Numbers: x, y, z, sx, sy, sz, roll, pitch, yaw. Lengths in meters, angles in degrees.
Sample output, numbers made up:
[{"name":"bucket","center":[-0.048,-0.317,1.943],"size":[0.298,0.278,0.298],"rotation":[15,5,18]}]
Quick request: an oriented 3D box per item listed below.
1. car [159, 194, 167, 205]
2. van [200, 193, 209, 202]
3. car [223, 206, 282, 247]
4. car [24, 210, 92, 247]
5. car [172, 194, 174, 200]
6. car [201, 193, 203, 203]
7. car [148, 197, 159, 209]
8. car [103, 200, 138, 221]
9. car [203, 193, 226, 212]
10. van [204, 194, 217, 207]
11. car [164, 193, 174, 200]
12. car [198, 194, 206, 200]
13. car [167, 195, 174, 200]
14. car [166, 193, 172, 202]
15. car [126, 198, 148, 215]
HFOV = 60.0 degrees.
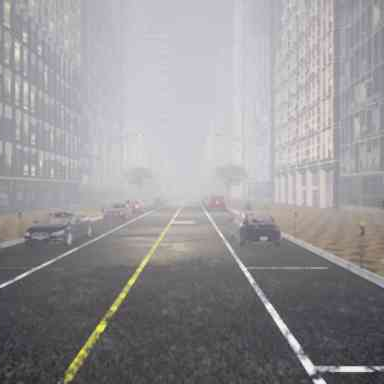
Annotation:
[{"name":"car","center":[-5.691,1.432,54.421],"size":[1.947,1.339,4.313],"rotation":[-1,0,0]},{"name":"van","center":[2.689,1.161,71.469],"size":[1.690,1.788,3.998],"rotation":[-1,0,0]},{"name":"car","center":[2.685,1.515,14.634],"size":[2.008,1.369,4.403],"rotation":[-1,0,0]},{"name":"car","center":[-5.696,1.516,14.635],"size":[2.008,1.369,4.403],"rotation":[-1,0,0]},{"name":"car","center":[-5.689,1.246,77.155],"size":[1.967,1.590,4.097],"rotation":[-1,0,0]},{"name":"car","center":[2.686,1.209,43.052],"size":[2.192,1.841,5.009],"rotation":[-1,0,0]},{"name":"car","center":[-5.692,1.421,42.883],"size":[1.752,1.417,4.829],"rotation":[-1,0,0]},{"name":"car","center":[-5.694,1.519,26.002],"size":[1.802,1.307,4.206],"rotation":[-1,0,0]},{"name":"car","center":[2.685,1.223,37.368],"size":[2.192,1.841,5.009],"rotation":[-1,0,0]},{"name":"van","center":[2.687,1.221,48.736],"size":[1.690,1.788,3.998],"rotation":[-1,0,0]},{"name":"car","center":[-5.690,1.106,82.838],"size":[2.192,1.841,5.009],"rotation":[-1,0,0]},{"name":"car","center":[2.694,1.326,88.521],"size":[2.008,1.369,4.403],"rotation":[-1,0,0]},{"name":"car","center":[-5.687,1.358,88.523],"size":[1.802,1.307,4.206],"rotation":[-1,0,0]},{"name":"car","center":[-5.690,1.387,65.788],"size":[2.008,1.369,4.403],"rotation":[-1,0,0]},{"name":"car","center":[-5.695,1.363,31.685],"size":[1.967,1.590,4.097],"rotation":[-1,0,0]}]
